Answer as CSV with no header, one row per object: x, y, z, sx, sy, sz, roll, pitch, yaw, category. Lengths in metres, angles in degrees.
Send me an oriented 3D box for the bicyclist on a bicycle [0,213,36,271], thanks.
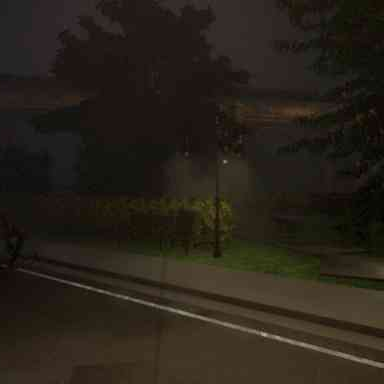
-5.188,1.410,9.377,0.582,1.620,1.656,0,0,35,bicyclist on a bicycle
